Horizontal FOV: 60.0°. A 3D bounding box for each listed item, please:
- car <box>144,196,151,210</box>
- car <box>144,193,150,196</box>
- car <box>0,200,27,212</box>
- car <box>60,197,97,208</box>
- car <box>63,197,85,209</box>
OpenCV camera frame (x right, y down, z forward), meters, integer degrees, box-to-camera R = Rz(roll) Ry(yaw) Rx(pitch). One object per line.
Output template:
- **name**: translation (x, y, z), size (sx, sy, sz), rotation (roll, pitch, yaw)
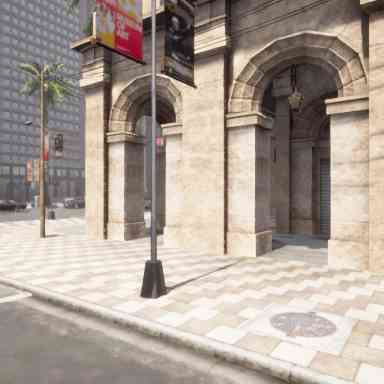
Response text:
- **car**: translation (-4.412, 1.564, 41.942), size (1.994, 1.385, 4.181), rotation (0, 0, 36)
- **car**: translation (-9.000, 1.221, 53.879), size (2.150, 2.045, 5.566), rotation (0, 0, 35)
- **car**: translation (-21.120, 1.601, 37.012), size (1.895, 1.301, 4.718), rotation (0, 0, 36)
- **car**: translation (-16.515, 1.513, 48.729), size (2.161, 1.482, 4.786), rotation (0, 0, 35)
- **car**: translation (-15.065, 1.505, 45.447), size (1.837, 1.490, 4.892), rotation (0, 0, 36)
